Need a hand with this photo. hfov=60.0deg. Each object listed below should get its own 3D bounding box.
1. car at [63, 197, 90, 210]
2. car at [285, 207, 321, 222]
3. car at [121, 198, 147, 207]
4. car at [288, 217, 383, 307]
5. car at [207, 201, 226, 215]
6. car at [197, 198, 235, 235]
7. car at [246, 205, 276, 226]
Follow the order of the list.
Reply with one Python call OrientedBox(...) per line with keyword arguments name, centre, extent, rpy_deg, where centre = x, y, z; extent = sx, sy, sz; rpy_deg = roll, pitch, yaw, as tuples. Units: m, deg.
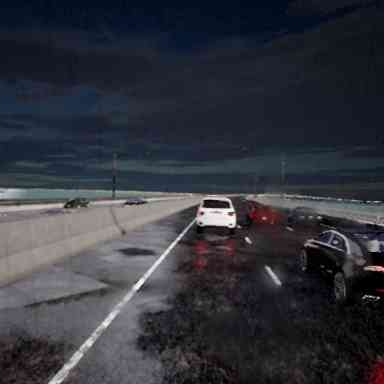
OrientedBox(name="car", centre=(-14.553, 1.447, 42.102), extent=(1.837, 1.490, 4.892), rpy_deg=(1, 0, 5))
OrientedBox(name="car", centre=(8.993, 1.944, 27.084), extent=(2.033, 1.411, 5.357), rpy_deg=(1, 0, 4))
OrientedBox(name="car", centre=(-7.546, 1.596, 41.927), extent=(2.128, 1.511, 4.902), rpy_deg=(1, 0, 5))
OrientedBox(name="car", centre=(4.081, 1.646, 8.253), extent=(2.128, 1.511, 4.902), rpy_deg=(1, 0, 4))
OrientedBox(name="car", centre=(2.964, 1.882, 39.445), extent=(2.033, 1.411, 5.357), rpy_deg=(1, 0, 5))
OrientedBox(name="car", centre=(1.473, 1.393, 20.519), extent=(2.150, 2.045, 5.566), rpy_deg=(1, -1, 4))
OrientedBox(name="car", centre=(5.444, 1.788, 26.535), extent=(1.882, 1.535, 5.008), rpy_deg=(1, 0, 4))
